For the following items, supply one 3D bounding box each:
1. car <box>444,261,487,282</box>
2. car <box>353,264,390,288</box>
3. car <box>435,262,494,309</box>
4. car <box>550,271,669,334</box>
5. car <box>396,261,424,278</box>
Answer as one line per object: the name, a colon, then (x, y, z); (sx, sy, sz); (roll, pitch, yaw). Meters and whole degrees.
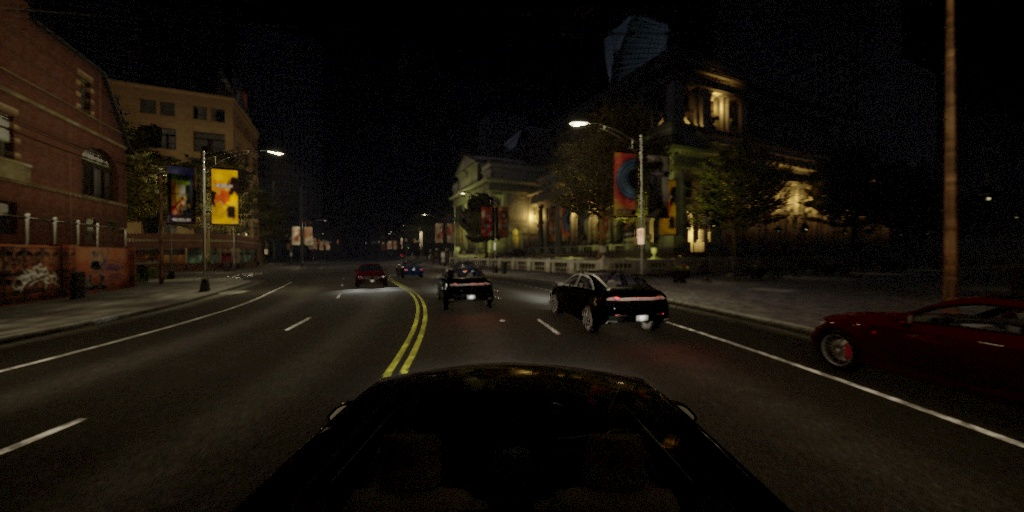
car: (-3.875, 1.172, 28.921); (2.033, 1.411, 5.357); (-1, 0, -24)
car: (-9.261, 1.225, 23.525); (1.812, 1.442, 4.674); (-1, 0, -24)
car: (-2.032, 1.184, 14.639); (2.128, 1.511, 4.902); (0, 0, -15)
car: (2.517, 1.171, 10.443); (2.128, 1.511, 4.902); (0, 0, -10)
car: (-9.297, 1.196, 32.413); (2.033, 1.411, 5.357); (-1, 0, -24)
